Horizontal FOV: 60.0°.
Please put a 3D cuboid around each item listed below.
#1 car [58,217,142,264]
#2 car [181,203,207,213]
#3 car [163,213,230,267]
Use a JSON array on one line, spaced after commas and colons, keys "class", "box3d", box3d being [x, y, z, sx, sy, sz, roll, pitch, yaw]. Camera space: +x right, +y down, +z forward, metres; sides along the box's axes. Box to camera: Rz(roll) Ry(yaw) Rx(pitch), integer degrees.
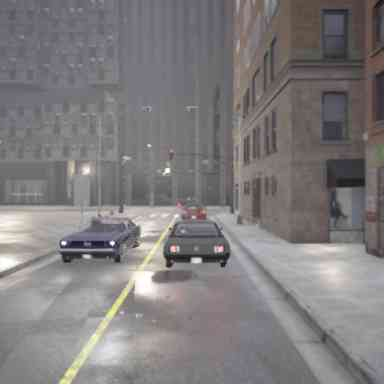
[{"class": "car", "box3d": [-3.078, 1.603, 12.015, 1.895, 1.301, 4.718, 0, 0, 0]}, {"class": "car", "box3d": [0.150, 1.531, 24.468, 1.812, 1.442, 4.674, 0, 0, 1]}, {"class": "car", "box3d": [0.118, 1.603, 11.375, 1.895, 1.301, 4.718, 0, 0, 0]}]
